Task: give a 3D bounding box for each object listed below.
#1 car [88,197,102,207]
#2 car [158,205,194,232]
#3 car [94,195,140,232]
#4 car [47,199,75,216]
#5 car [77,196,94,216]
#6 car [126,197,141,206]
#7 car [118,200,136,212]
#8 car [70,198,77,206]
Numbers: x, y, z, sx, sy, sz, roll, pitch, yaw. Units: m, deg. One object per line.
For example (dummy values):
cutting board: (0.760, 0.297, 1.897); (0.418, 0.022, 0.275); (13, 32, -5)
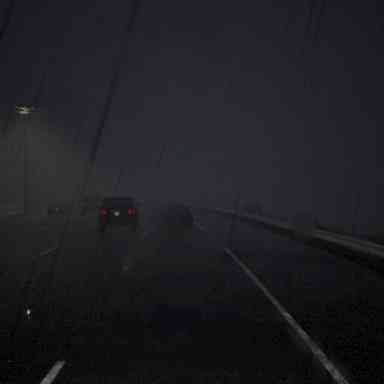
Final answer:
car: (-16.954, 1.735, 57.969); (1.882, 1.535, 5.008); (0, 0, -20)
car: (-1.060, 1.509, 20.516); (1.882, 1.535, 5.008); (0, 0, -7)
car: (-4.529, 1.296, 21.129); (2.150, 2.045, 5.566); (0, 0, -7)
car: (-14.282, 1.769, 36.030); (1.994, 1.385, 4.181); (-1, 0, -12)
car: (-10.574, 1.383, 35.646); (2.150, 2.045, 5.566); (0, 0, -12)
car: (-10.828, 1.693, 61.600); (1.837, 1.490, 4.892); (0, 0, -21)
car: (-8.459, 1.742, 43.091); (1.895, 1.301, 4.718); (-1, 0, -15)
car: (-20.314, 1.774, 56.963); (1.882, 1.535, 5.008); (0, 0, -20)
